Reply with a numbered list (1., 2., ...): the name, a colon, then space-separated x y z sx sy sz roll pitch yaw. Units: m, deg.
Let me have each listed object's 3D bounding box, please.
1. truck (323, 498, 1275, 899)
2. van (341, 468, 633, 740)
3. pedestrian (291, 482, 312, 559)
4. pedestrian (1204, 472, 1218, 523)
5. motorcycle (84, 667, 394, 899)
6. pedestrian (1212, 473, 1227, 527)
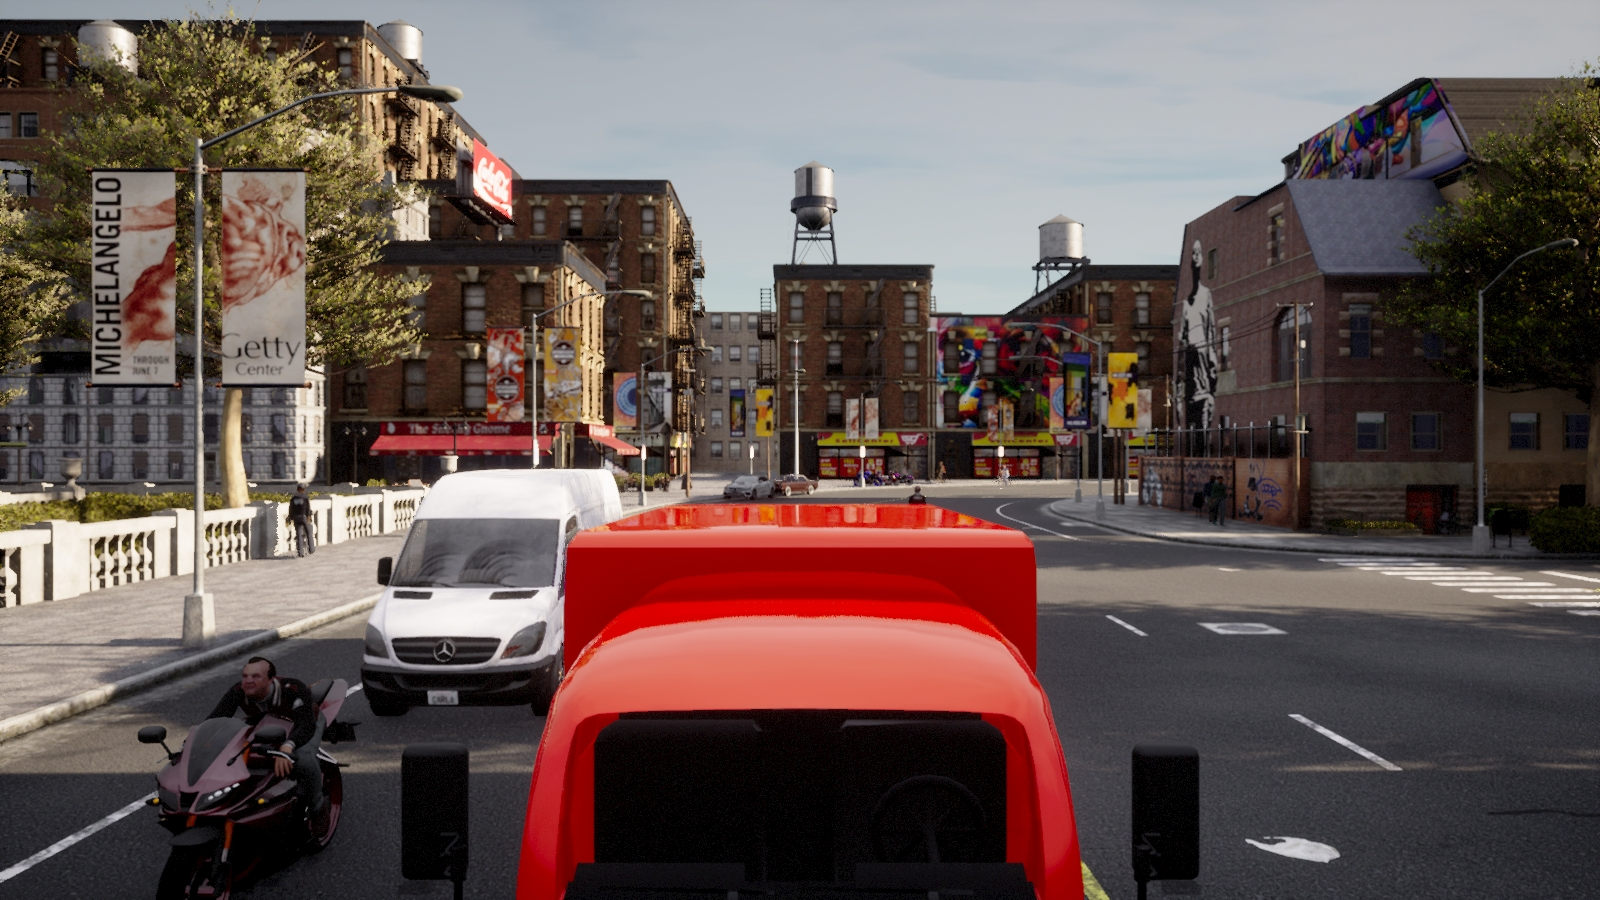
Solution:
1. truck: 0.000 1.578 5.754 2.627 2.467 5.204 0 0 0
2. van: -3.491 1.551 14.114 1.988 2.561 5.915 0 0 0
3. pedestrian: -12.281 1.727 28.177 0.375 1.860 0.375 0 0 -5
4. pedestrian: 15.041 1.740 41.772 0.375 1.860 0.375 0 0 0
5. motorcycle: -3.423 2.214 7.276 0.867 1.251 2.209 0 0 1
6. pedestrian: 14.632 1.738 39.832 0.375 1.860 0.375 0 0 -1
